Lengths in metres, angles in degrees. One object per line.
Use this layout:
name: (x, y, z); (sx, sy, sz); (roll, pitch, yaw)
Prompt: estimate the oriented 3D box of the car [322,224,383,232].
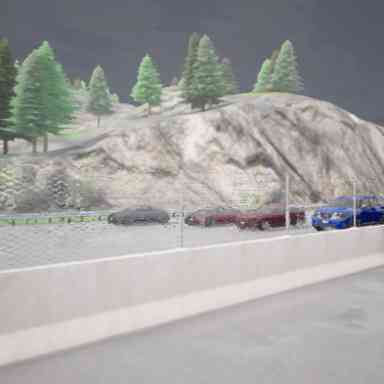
car: (9.299, 1.234, 19.203); (5.566, 2.045, 2.150); (0, 0, -35)
